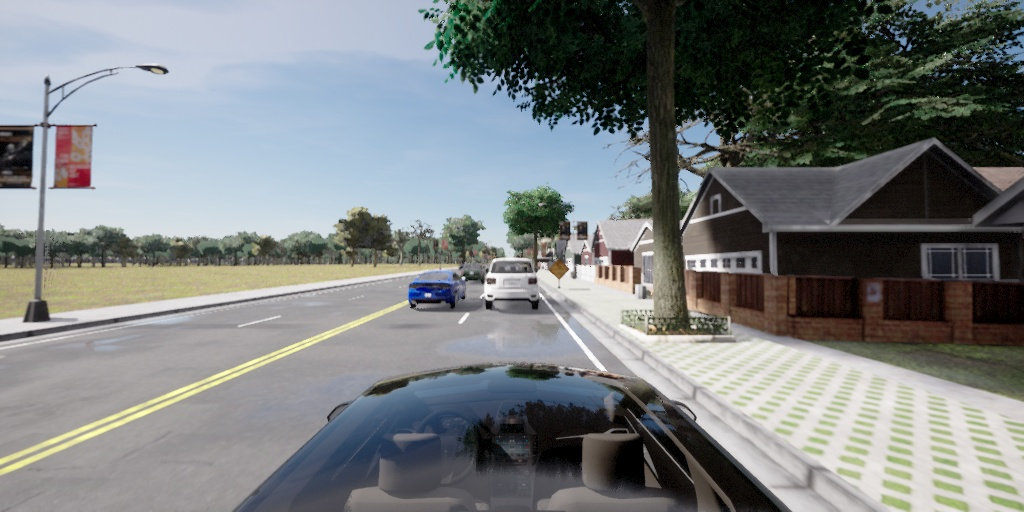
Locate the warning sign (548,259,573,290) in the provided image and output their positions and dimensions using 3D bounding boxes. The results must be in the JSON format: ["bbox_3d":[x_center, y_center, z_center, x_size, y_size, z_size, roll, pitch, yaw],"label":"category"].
[{"bbox_3d":[2.847,1.082,21.524,1.300,1.860,1.060,0,0,0],"label":"warning sign"}]

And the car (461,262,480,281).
[{"bbox_3d":[-3.252,1.436,30.954,2.097,1.767,4.553,0,-1,0],"label":"car"}]

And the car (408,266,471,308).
[{"bbox_3d":[-3.247,1.385,16.357,1.882,1.535,5.008,0,0,0],"label":"car"}]

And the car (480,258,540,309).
[{"bbox_3d":[-0.001,1.118,15.886,2.150,2.045,5.566,0,-1,0],"label":"car"}]
